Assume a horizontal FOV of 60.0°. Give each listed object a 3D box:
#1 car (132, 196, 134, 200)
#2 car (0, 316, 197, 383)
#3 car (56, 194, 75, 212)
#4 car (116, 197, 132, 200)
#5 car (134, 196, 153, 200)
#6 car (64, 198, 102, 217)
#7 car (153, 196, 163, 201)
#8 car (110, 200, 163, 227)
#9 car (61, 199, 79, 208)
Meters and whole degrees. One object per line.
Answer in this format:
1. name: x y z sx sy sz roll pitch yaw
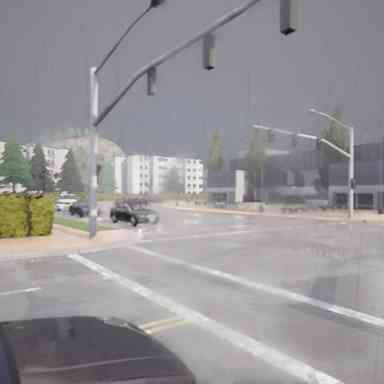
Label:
1. car: -11.642 1.649 68.700 1.882 1.535 5.008 0 0 14
2. car: -2.494 1.542 1.984 5.357 1.411 2.033 0 0 -35
3. car: -15.387 1.285 40.889 2.150 2.045 5.566 0 0 -23
4. car: -12.322 1.627 58.667 2.128 1.511 4.902 0 0 -4
5. car: -8.893 1.663 60.983 1.837 1.490 4.892 0 0 -1
6. car: -10.356 1.605 31.962 2.033 1.411 5.357 0 0 -35
7. car: -7.799 1.550 70.749 2.097 1.767 4.553 0 0 17
8. car: -4.144 1.549 23.638 2.128 1.511 4.902 0 0 -39
9. car: -18.518 1.682 50.621 1.895 1.301 4.718 0 0 -11
